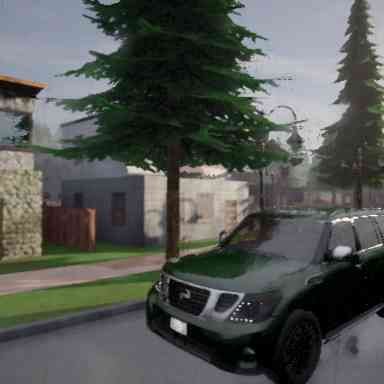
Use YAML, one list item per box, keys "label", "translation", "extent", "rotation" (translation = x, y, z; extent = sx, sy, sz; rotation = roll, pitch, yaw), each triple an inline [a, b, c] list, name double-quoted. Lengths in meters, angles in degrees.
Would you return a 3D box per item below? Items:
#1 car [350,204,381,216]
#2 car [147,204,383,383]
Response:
- label: "car"
  translation: [21.961, 2.225, 42.301]
  extent: [1.895, 1.301, 4.718]
  rotation: [0, -1, 7]
- label: "car"
  translation: [1.919, 1.303, 5.854]
  extent: [5.566, 2.045, 2.150]
  rotation: [1, -1, -41]
